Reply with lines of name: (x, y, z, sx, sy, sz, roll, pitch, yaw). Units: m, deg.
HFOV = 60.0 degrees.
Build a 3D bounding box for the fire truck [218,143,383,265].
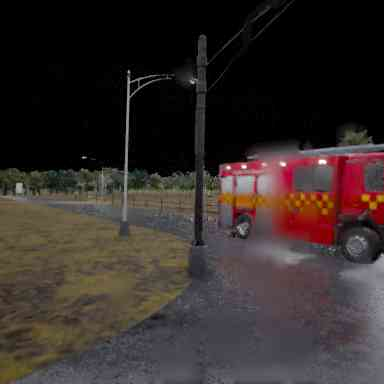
fire truck: (4.731, 0.226, 13.004, 2.891, 3.827, 8.468, 1, 0, -35)
